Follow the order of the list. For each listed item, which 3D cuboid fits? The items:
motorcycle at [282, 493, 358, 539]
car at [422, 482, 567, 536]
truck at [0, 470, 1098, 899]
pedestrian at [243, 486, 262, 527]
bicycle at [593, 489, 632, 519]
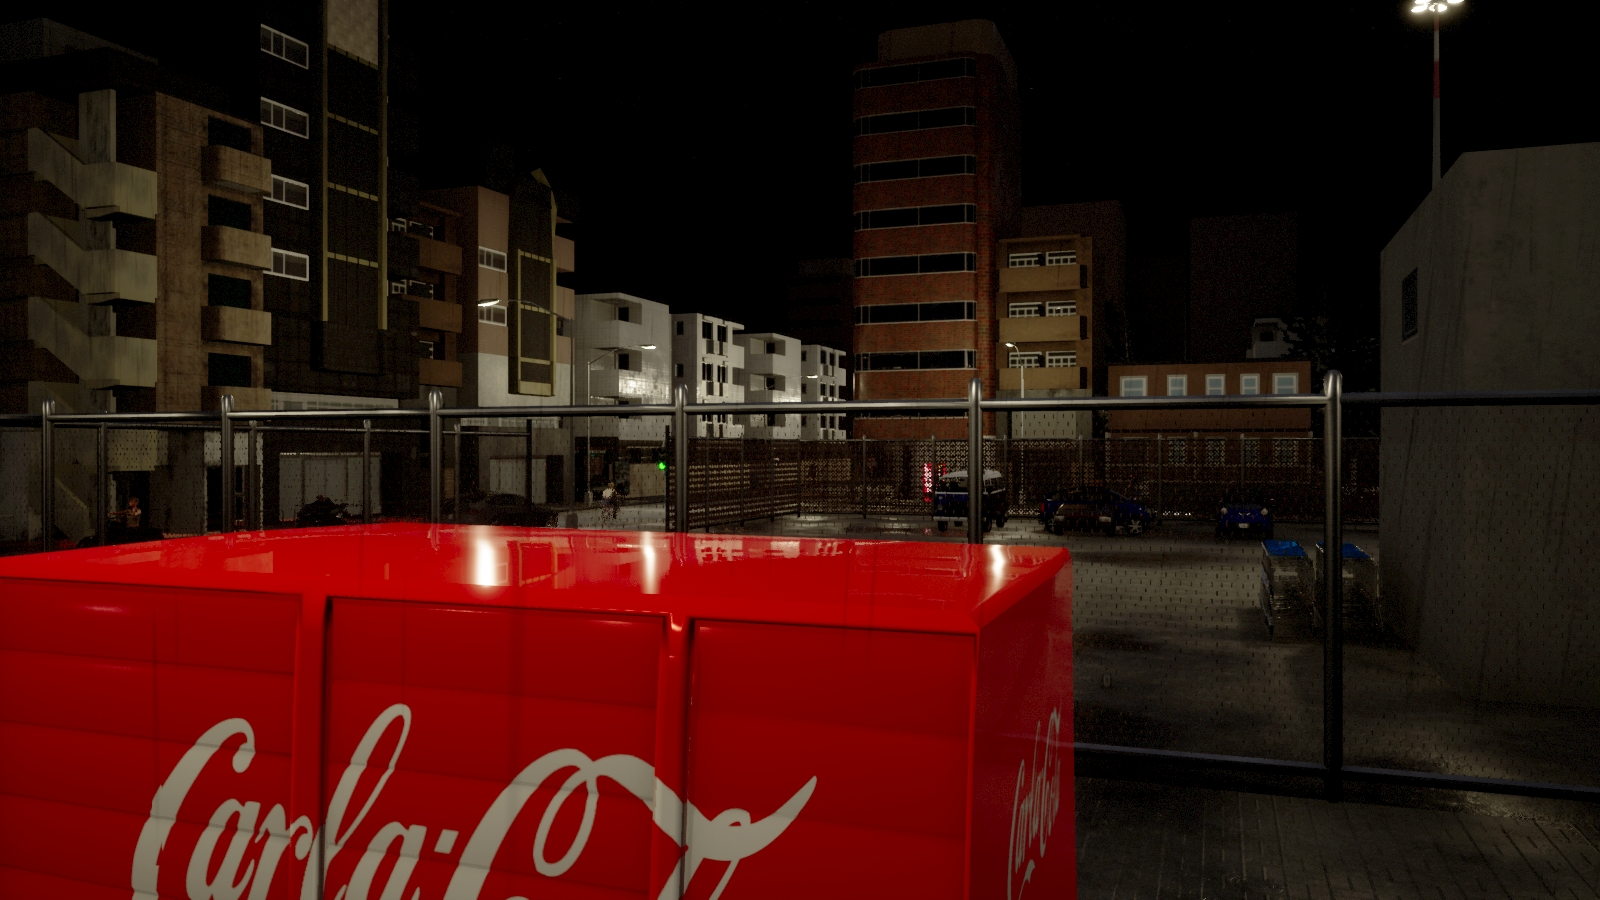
[{"bbox_3d":[-14.662,1.995,34.987,0.867,1.251,2.209,0,0,20],"label":"motorcycle"},{"bbox_3d":[-9.752,1.851,36.902,2.163,1.488,4.792,0,0,20],"label":"car"},{"bbox_3d":[-1.648,1.349,4.450,5.204,2.467,2.627,0,0,20],"label":"truck"},{"bbox_3d":[-17.642,1.815,36.815,0.375,1.300,0.375,0,0,18],"label":"pedestrian"},{"bbox_3d":[-7.177,2.045,43.787,0.859,1.080,1.487,0,0,20],"label":"bicycle"}]
